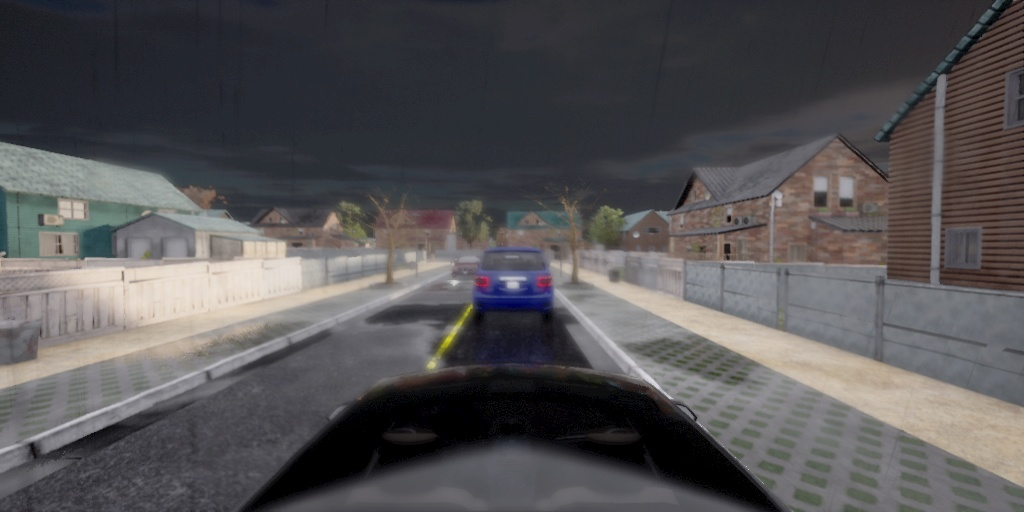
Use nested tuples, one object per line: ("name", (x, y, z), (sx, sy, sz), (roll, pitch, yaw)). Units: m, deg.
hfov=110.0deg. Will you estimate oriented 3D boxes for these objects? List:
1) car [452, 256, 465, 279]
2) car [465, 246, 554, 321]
("car", (-2.860, 0.677, 24.197), (1.812, 1.442, 4.674), (0, 1, 0))
("car", (0.047, 0.714, 11.316), (2.150, 2.045, 5.566), (0, 2, 0))
